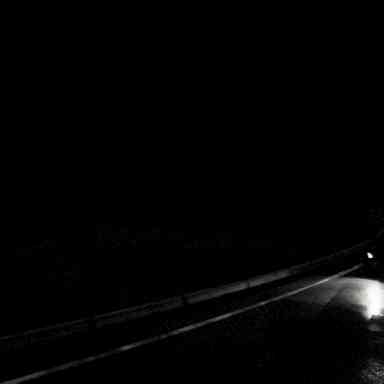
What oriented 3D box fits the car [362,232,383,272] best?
[{"bbox_3d":[7.079,1.641,10.486,2.033,1.411,5.357,-2,-2,43],"label":"car"}]
